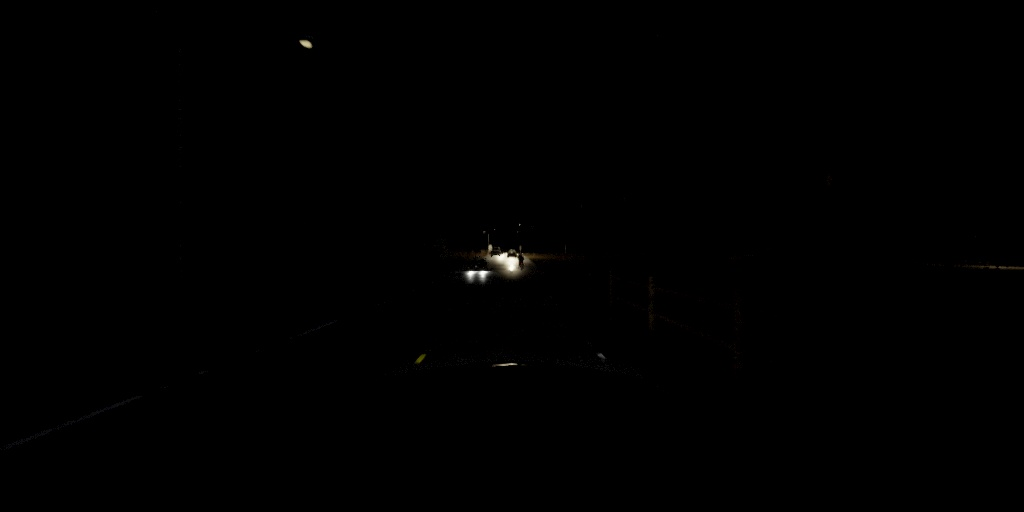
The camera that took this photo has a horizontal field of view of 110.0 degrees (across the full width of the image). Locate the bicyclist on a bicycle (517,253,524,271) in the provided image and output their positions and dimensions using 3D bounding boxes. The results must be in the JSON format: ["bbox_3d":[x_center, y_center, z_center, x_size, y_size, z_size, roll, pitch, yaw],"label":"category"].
[{"bbox_3d":[0.966,0.654,36.404,0.659,1.776,1.843,0,2,0],"label":"bicyclist on a bicycle"}]

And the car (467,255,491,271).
[{"bbox_3d":[-3.586,0.812,37.873,1.994,1.385,4.181,0,1,0],"label":"car"}]
